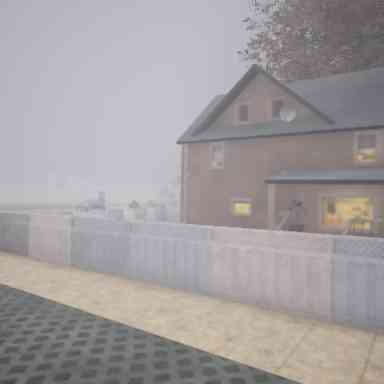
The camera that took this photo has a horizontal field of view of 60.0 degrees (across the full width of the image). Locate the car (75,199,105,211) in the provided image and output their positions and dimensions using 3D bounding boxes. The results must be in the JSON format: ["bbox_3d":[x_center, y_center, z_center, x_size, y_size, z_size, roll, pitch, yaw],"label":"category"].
[{"bbox_3d":[-13.970,1.722,45.681,2.097,1.767,4.553,1,0,20],"label":"car"}]

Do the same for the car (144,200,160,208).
[{"bbox_3d":[-5.365,1.975,50.101,2.097,1.767,4.553,1,0,20],"label":"car"}]

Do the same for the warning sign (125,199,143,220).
[{"bbox_3d":[-5.517,1.605,31.713,1.300,1.860,1.060,3,1,20],"label":"warning sign"}]

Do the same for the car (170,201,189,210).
[{"bbox_3d":[-2.175,2.299,59.506,1.812,1.442,4.674,1,0,19],"label":"car"}]

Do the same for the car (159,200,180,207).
[{"bbox_3d":[-2.450,2.176,48.613,2.128,1.511,4.902,1,-1,20],"label":"car"}]
